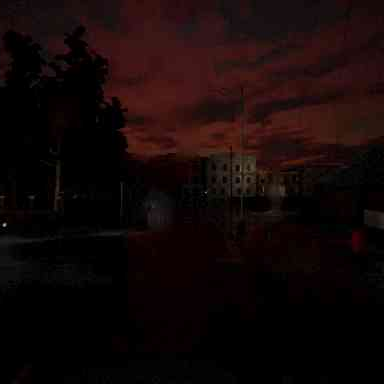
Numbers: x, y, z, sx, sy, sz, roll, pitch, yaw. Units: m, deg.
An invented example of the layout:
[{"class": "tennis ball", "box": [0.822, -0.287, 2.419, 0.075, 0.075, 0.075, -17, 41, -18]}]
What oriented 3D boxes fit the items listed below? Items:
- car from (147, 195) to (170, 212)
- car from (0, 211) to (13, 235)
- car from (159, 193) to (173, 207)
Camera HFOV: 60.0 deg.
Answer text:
[{"class": "car", "box": [-4.139, 1.491, 39.465, 2.128, 1.511, 4.902, 0, 0, 0]}, {"class": "car", "box": [-11.689, 1.221, 15.965, 5.566, 2.045, 2.150, 0, 0, 1]}, {"class": "car", "box": [-4.118, 1.221, 50.054, 2.150, 2.045, 5.566, 0, 0, 1]}]
